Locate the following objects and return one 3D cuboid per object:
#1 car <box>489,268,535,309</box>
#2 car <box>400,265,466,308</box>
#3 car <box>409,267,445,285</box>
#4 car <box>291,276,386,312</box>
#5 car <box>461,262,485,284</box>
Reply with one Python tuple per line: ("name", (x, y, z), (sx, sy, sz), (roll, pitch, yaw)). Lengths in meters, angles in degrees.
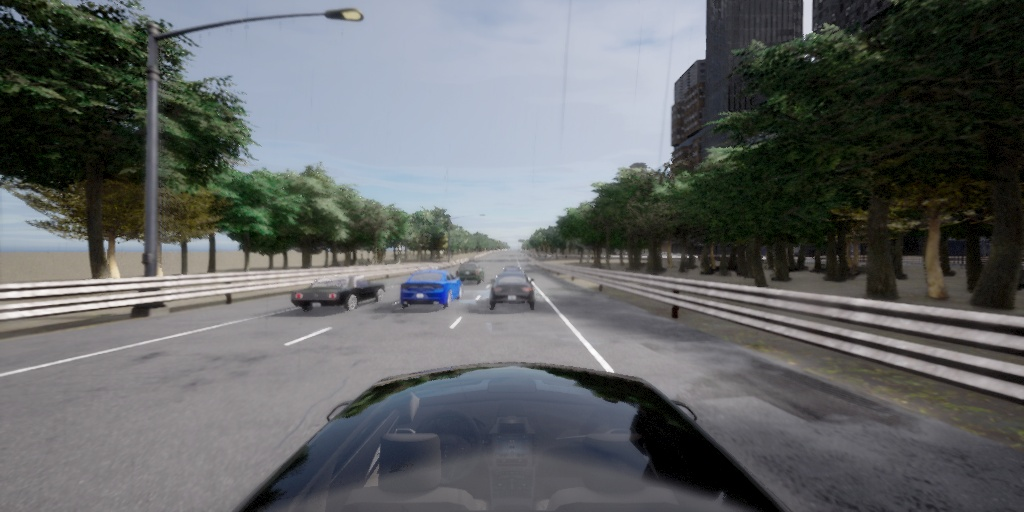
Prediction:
("car", (0.024, 1.418, 15.775), (1.812, 1.442, 4.674), (0, 0, 1))
("car", (-3.472, 1.373, 16.089), (1.882, 1.535, 5.008), (0, 0, 1))
("car", (-6.987, 1.619, 30.094), (1.895, 1.301, 4.718), (0, 0, 0))
("car", (-6.985, 1.488, 15.092), (1.895, 1.301, 4.718), (0, -1, 0))
("car", (-3.483, 1.370, 30.257), (2.097, 1.767, 4.553), (0, -1, 0))
